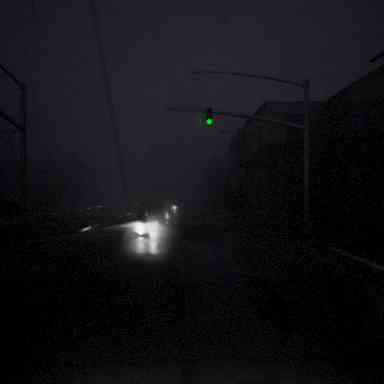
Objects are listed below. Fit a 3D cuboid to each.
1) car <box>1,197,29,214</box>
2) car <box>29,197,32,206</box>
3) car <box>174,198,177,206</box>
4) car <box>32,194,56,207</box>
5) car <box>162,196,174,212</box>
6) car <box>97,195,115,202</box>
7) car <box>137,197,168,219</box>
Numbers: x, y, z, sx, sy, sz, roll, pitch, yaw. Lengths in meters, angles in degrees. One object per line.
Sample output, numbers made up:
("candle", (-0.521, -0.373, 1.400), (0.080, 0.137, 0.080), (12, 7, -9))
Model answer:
("car", (-18.897, 1.490, 33.674), (2.007, 1.523, 4.514), (0, 0, 0))
("car", (-25.918, 1.552, 52.149), (1.970, 1.475, 3.806), (0, 0, 0))
("car", (-3.467, 1.600, 54.981), (1.895, 1.301, 4.718), (0, 0, 0))
("car", (-22.592, 1.268, 51.545), (1.905, 1.878, 3.866), (0, 0, 0))
("car", (-3.563, 1.352, 38.730), (2.097, 1.767, 4.553), (0, 0, 0))
("car", (-22.122, 1.671, 85.547), (4.611, 1.667, 2.242), (0, 0, 0))
("car", (-3.571, 1.491, 28.823), (2.128, 1.511, 4.902), (0, 0, 0))
